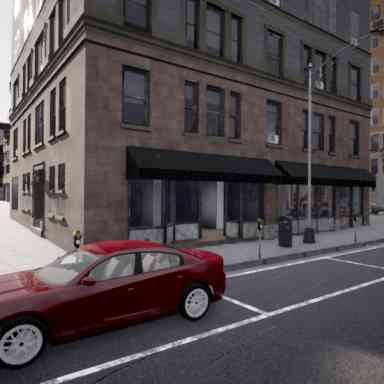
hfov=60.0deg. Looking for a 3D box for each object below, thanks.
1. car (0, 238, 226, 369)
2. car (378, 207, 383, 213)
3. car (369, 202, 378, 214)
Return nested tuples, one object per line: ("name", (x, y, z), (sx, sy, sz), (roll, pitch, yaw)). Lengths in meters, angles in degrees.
("car", (-1.449, 1.545, 5.717), (4.507, 1.381, 1.887), (0, 1, -35))
("car", (16.458, 1.369, 33.270), (1.837, 1.490, 4.892), (1, 0, -35))
("car", (14.200, 1.363, 30.841), (1.812, 1.442, 4.674), (1, 0, -33))
